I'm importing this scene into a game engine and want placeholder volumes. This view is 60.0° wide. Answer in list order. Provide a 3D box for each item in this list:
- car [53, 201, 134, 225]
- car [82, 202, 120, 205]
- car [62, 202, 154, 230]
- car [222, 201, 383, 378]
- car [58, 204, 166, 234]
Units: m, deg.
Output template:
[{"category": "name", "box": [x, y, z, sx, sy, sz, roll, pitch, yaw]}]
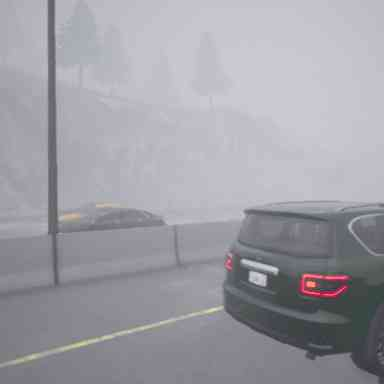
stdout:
[{"category": "car", "box": [-7.115, 1.431, 24.296, 5.357, 1.411, 2.033, -1, 0, -32]}, {"category": "car", "box": [-4.656, 1.391, 17.530, 5.008, 1.535, 1.882, -1, 0, -33]}, {"category": "car", "box": [-5.289, 1.440, 21.320, 5.357, 1.411, 2.033, -1, 0, -32]}, {"category": "car", "box": [3.089, 1.169, 5.667, 5.566, 2.045, 2.150, -1, 0, -33]}, {"category": "car", "box": [-3.463, 1.433, 14.127, 4.892, 1.490, 1.837, -1, 0, -33]}]
